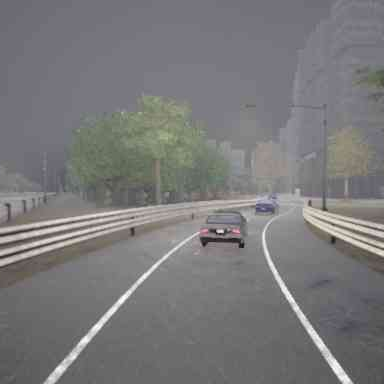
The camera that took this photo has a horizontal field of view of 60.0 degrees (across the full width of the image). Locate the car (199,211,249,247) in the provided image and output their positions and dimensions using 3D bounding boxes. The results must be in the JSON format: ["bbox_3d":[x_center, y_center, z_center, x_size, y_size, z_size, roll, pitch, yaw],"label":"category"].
[{"bbox_3d":[1.573,1.555,15.216,2.033,1.411,5.357,0,0,11],"label":"car"}]

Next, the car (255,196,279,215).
[{"bbox_3d":[8.010,1.522,35.302,1.882,1.535,5.008,0,0,22],"label":"car"}]

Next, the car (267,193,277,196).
[{"bbox_3d":[21.346,1.208,88.828,2.150,2.045,5.566,0,0,3],"label":"car"}]
